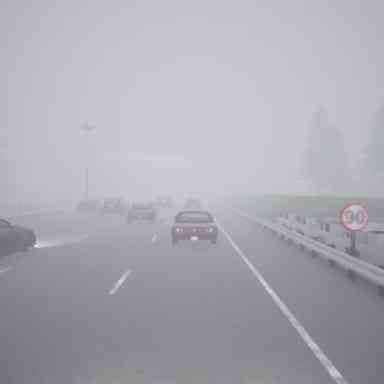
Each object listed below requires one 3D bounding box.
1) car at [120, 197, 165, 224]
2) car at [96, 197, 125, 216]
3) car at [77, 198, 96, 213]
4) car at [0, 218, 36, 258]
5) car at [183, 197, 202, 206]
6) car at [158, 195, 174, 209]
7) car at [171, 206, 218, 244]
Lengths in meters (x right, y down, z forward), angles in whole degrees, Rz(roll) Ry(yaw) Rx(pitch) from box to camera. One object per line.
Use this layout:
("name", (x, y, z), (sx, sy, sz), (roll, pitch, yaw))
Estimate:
("car", (-3.413, 1.394, 23.992), (2.128, 1.511, 4.902), (0, 0, 0))
("car", (-6.916, 1.233, 30.631), (2.097, 1.767, 4.553), (0, 0, 0))
("car", (-10.418, 1.345, 34.752), (1.882, 1.535, 5.008), (0, 0, 0))
("car", (-6.906, 1.510, 10.923), (1.994, 1.385, 4.181), (0, 0, 0))
("car", (0.080, 1.361, 37.496), (1.837, 1.490, 4.892), (0, 0, 0))
("car", (-3.422, 1.196, 41.436), (2.097, 1.767, 4.553), (0, 0, 0))
("car", (0.092, 1.531, 15.392), (1.895, 1.301, 4.718), (0, 0, 0))
